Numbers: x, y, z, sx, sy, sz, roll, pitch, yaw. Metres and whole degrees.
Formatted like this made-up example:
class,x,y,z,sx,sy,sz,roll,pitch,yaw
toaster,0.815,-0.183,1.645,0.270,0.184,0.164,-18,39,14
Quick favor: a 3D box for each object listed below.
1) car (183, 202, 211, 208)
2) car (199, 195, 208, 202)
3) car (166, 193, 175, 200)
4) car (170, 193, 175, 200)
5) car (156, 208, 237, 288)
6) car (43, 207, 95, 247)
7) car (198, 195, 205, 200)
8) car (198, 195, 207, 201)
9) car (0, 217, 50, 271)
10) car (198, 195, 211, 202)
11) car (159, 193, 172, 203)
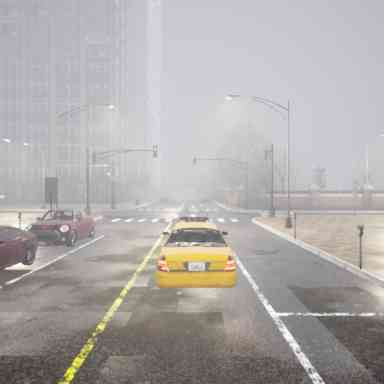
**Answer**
class,x,y,z,sx,sy,sz,roll,pitch,yaw
car,0.097,1.535,19.439,2.033,1.411,5.357,0,0,0
car,2.618,1.454,74.814,1.887,1.381,4.507,0,0,0
car,-5.923,1.181,91.432,2.192,1.841,5.009,0,0,0
car,-5.918,1.323,85.874,1.967,1.590,4.097,0,0,0
car,0.090,1.454,9.176,1.801,1.575,5.366,0,0,0
car,-5.705,1.433,14.667,1.967,1.590,4.097,0,0,0
car,2.602,1.411,91.496,1.887,1.381,4.507,0,0,0
car,2.613,1.448,80.375,2.008,1.369,4.403,0,0,0
car,-5.700,1.579,8.975,1.802,1.307,4.206,0,0,0
car,2.689,1.492,63.700,1.947,1.339,4.313,0,0,0
car,-5.903,1.485,69.190,1.947,1.339,4.313,0,0,0
